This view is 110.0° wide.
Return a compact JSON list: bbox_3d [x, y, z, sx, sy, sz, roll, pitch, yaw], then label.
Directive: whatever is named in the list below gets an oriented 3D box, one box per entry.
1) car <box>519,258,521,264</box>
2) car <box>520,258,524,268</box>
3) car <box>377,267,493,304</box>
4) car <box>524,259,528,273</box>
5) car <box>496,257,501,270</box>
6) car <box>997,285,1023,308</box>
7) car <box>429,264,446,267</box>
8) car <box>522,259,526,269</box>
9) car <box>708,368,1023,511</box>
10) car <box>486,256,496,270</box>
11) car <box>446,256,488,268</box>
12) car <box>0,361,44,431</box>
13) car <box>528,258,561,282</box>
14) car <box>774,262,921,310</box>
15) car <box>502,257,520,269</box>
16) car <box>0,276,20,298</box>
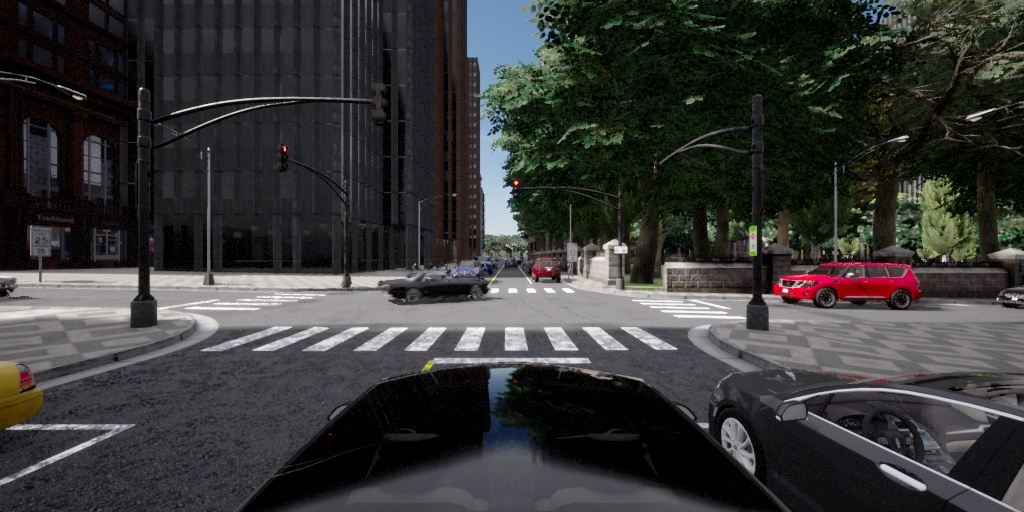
[{"bbox_3d":[2.581,1.230,55.732,1.967,1.591,4.097,0,0,0],"label":"car"},{"bbox_3d":[2.599,1.335,50.275,2.007,1.370,4.403,0,0,0],"label":"car"},{"bbox_3d":[-3.384,1.321,16.063,4.718,1.301,1.895,1,0,-34],"label":"car"},{"bbox_3d":[2.636,1.338,39.362,1.948,1.339,4.313,0,0,0],"label":"car"},{"bbox_3d":[-3.251,1.141,54.010,2.097,1.767,4.553,0,0,0],"label":"car"},{"bbox_3d":[25.865,1.810,16.727,4.892,1.490,1.837,1,0,0],"label":"car"},{"bbox_3d":[-5.852,1.326,28.411,1.948,1.339,4.313,0,0,0],"label":"car"},{"bbox_3d":[2.618,1.329,44.818,2.007,1.370,4.403,0,0,0],"label":"car"},{"bbox_3d":[2.764,1.300,1.785,2.007,1.370,4.403,0,0,0],"label":"car"},{"bbox_3d":[-3.227,0.994,39.334,2.150,2.045,5.566,0,0,0],"label":"car"},{"bbox_3d":[-3.248,1.111,26.848,2.097,1.767,4.553,0,0,1],"label":"car"},{"bbox_3d":[-5.760,1.275,1.577,1.751,1.417,4.829,0,0,0],"label":"car"},{"bbox_3d":[2.673,1.075,28.450,2.192,1.841,5.009,0,0,0],"label":"car"},{"bbox_3d":[15.441,1.313,16.638,5.566,2.045,2.150,1,0,-1],"label":"car"},{"bbox_3d":[-0.140,1.146,58.667,2.097,1.767,4.553,0,0,0],"label":"car"},{"bbox_3d":[-21.440,0.975,13.108,4.718,1.301,1.895,1,0,-1],"label":"car"}]
